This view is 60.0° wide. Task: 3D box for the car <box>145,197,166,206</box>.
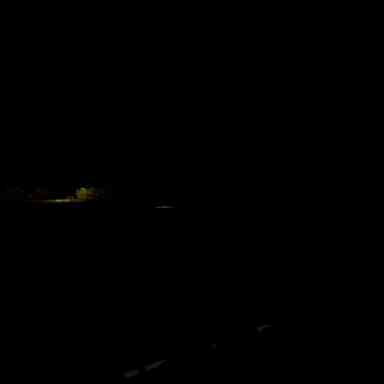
[{"bbox_3d":[-6.212,1.591,56.220,1.882,1.535,5.008,-1,0,-36],"label":"car"}]
